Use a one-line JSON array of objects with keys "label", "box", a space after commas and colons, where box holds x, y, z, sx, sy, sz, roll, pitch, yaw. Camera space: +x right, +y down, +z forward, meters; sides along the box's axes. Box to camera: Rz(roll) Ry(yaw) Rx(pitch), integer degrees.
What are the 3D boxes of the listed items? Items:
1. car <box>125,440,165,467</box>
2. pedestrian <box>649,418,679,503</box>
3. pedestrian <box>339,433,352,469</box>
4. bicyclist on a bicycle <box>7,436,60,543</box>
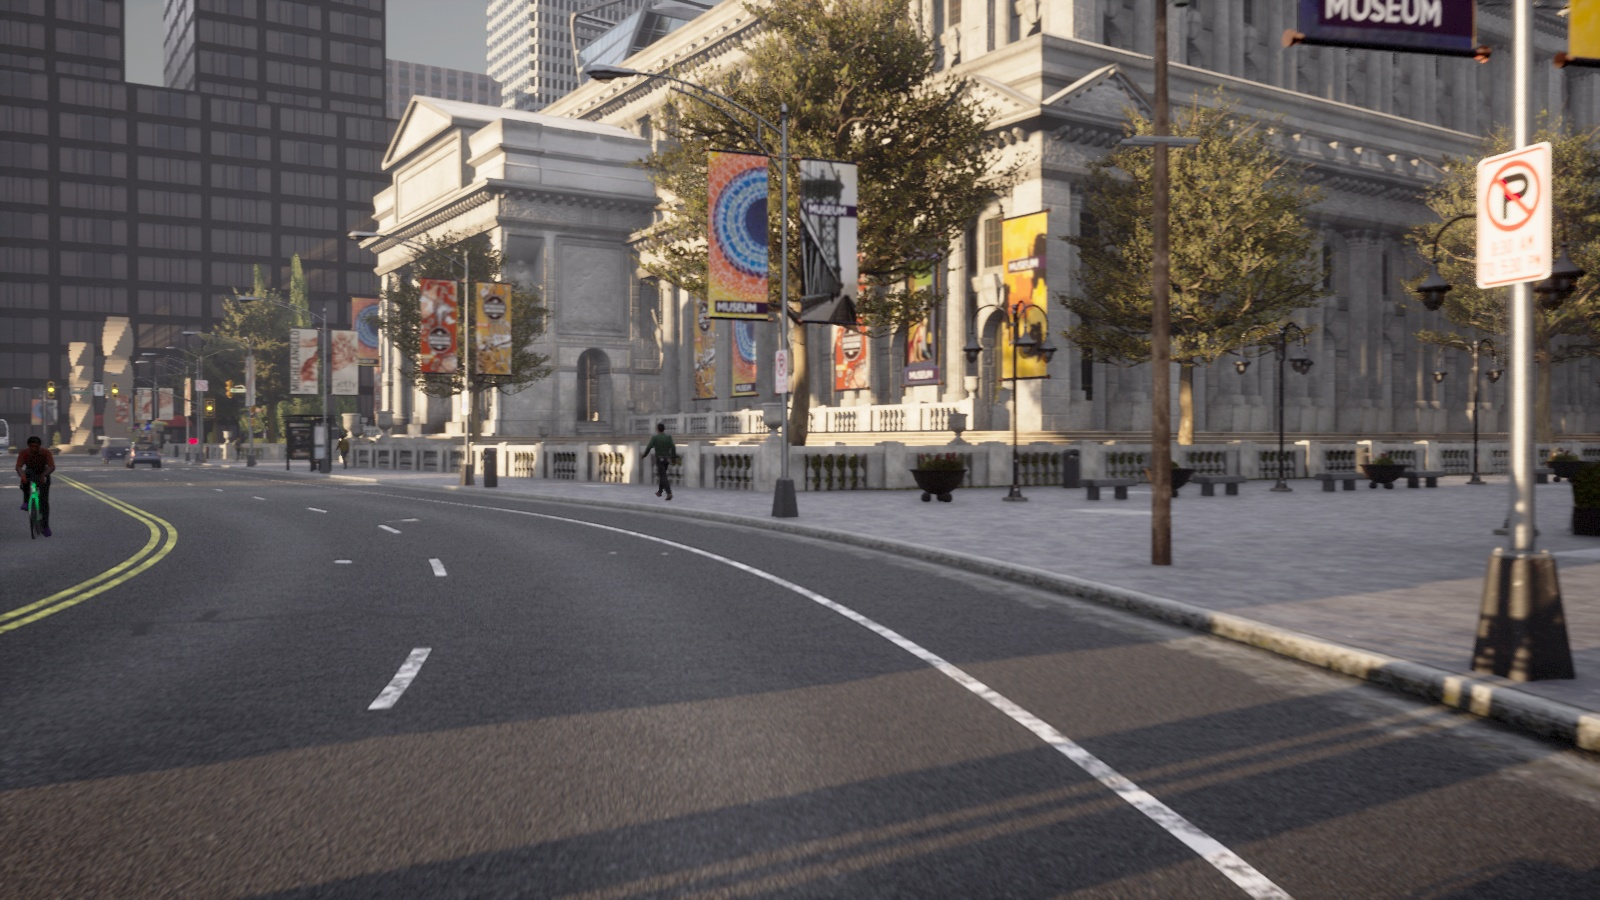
[{"label": "car", "box": [-40.929, 0.206, 78.412, 1.851, 1.617, 3.988, 0, 0, -33]}, {"label": "pedestrian", "box": [-3.188, 0.238, 29.357, 0.423, 1.949, 0.788, 0, 0, -30]}, {"label": "pedestrian", "box": [-23.637, 0.037, 65.298, 0.370, 1.835, 0.726, 0, 0, -41]}, {"label": "bicyclist on a bicycle", "box": [-12.095, 0.588, 19.857, 0.582, 1.620, 1.656, 0, 1, -27]}]
